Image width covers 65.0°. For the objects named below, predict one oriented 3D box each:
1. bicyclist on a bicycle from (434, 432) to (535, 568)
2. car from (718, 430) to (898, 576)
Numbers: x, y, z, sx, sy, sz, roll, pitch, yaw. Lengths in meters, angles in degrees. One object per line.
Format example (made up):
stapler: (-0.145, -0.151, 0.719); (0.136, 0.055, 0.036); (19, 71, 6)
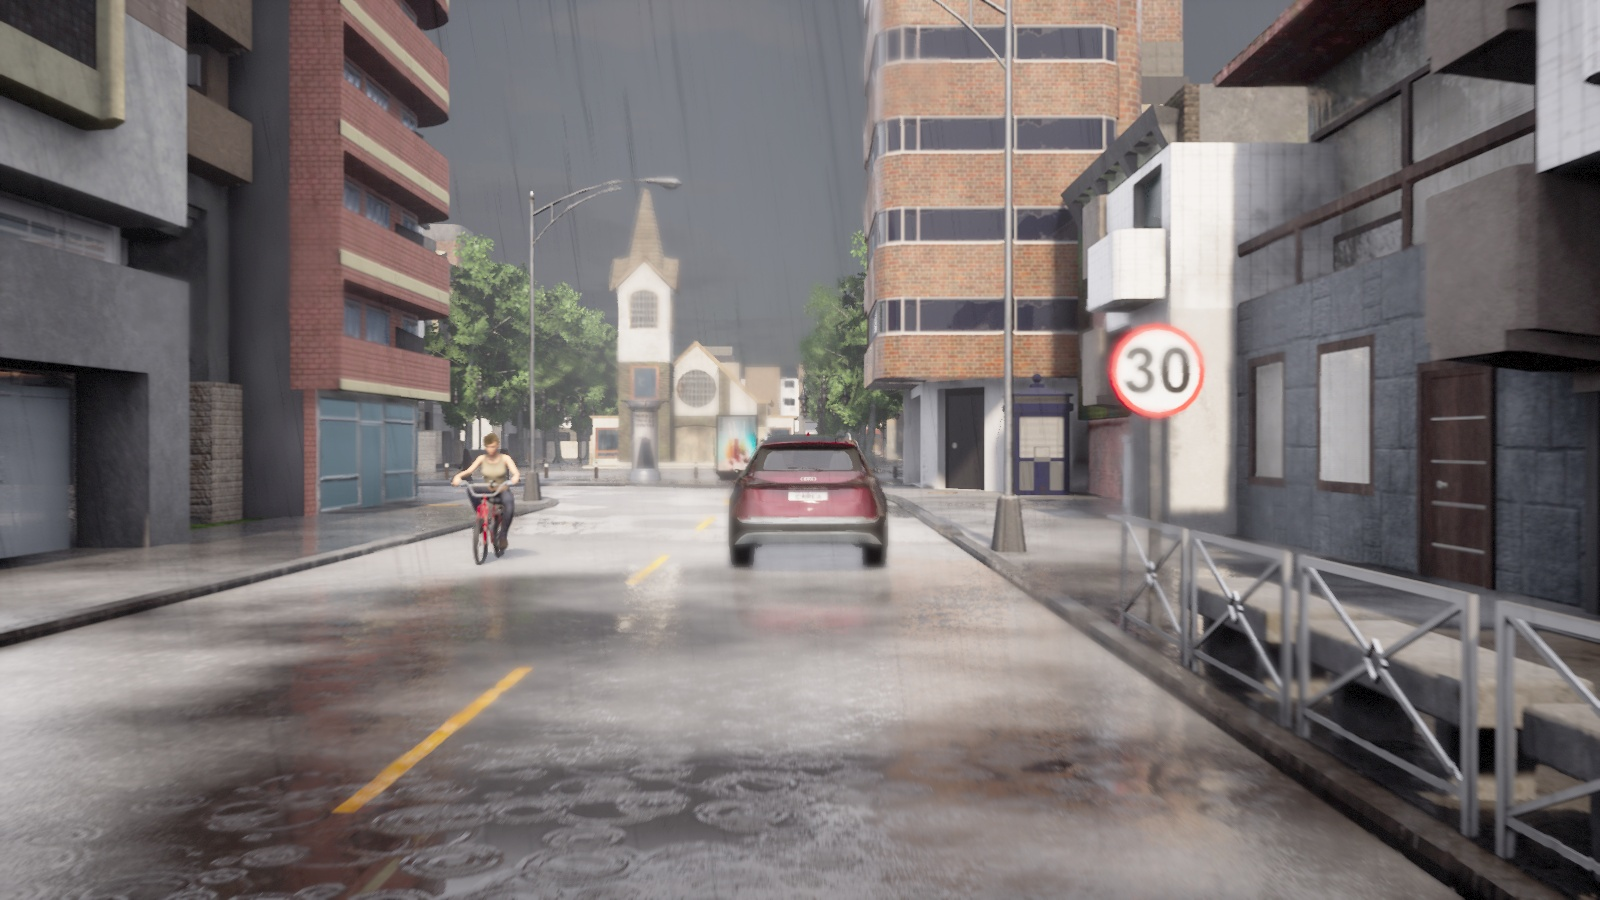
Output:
bicyclist on a bicycle: (-3.900, 0.592, 15.646); (0.866, 1.612, 1.509); (0, 0, 0)
car: (0.108, 0.583, 16.644); (2.033, 1.649, 4.856); (0, 0, 0)
